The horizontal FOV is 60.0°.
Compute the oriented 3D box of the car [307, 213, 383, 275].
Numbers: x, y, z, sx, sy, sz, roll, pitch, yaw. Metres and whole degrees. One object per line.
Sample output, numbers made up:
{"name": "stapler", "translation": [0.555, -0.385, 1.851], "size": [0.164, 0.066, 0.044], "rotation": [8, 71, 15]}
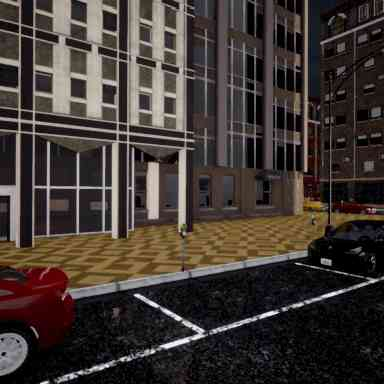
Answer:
{"name": "car", "translation": [5.494, 1.567, 10.497], "size": [4.313, 1.339, 1.947], "rotation": [0, 0, -36]}

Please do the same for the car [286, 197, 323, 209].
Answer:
{"name": "car", "translation": [15.625, 1.500, 46.401], "size": [1.752, 1.417, 4.829], "rotation": [0, 0, -36]}

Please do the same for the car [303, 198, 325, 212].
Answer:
{"name": "car", "translation": [12.331, 1.468, 36.633], "size": [1.752, 1.417, 4.829], "rotation": [0, 0, -36]}

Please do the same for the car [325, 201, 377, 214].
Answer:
{"name": "car", "translation": [15.538, 1.535, 32.174], "size": [1.802, 1.307, 4.206], "rotation": [0, 0, -36]}

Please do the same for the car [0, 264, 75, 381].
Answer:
{"name": "car", "translation": [-3.756, 1.545, 3.874], "size": [4.507, 1.381, 1.887], "rotation": [0, 0, -36]}
